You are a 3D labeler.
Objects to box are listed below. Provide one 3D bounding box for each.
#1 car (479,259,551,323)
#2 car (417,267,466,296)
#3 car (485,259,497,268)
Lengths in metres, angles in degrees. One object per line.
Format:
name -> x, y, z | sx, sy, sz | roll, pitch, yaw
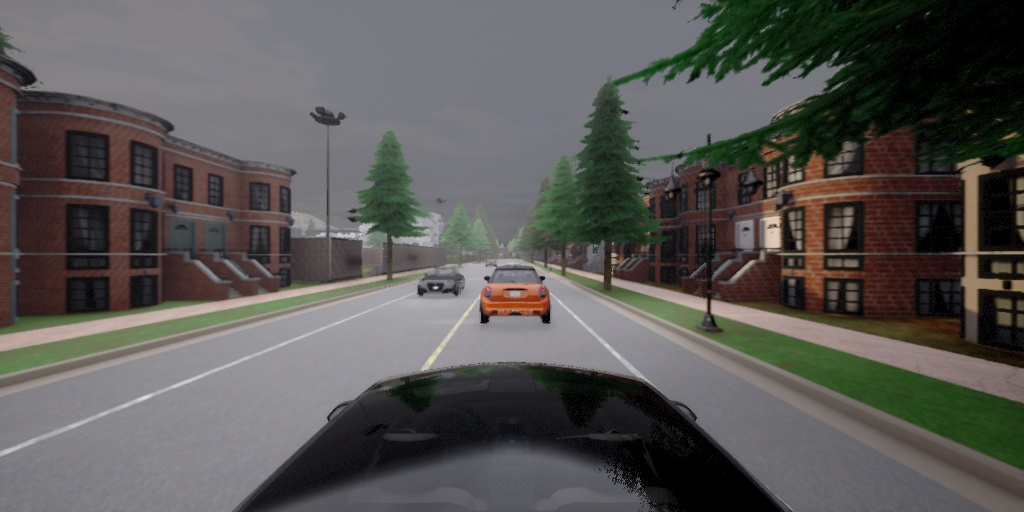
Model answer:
car -> 0.095, 1.093, 12.295 | 2.097, 1.767, 4.553 | 0, 0, 0
car -> -3.602, 1.300, 18.876 | 1.994, 1.385, 4.181 | 0, 0, 0
car -> -3.520, 1.273, 62.090 | 1.812, 1.442, 4.674 | 0, 0, 0
